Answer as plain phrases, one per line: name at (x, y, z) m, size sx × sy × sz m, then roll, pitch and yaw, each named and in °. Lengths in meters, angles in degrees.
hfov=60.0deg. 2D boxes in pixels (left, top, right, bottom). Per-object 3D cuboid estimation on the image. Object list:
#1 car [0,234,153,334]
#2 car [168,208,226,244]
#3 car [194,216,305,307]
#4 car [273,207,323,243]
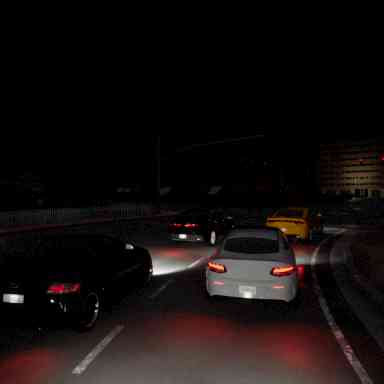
car at (-2.271, 1.564, 6.949) m, size 1.994 × 1.385 × 4.181 m, roll 0°, pitch 0°, yaw 11°
car at (0.603, 1.505, 15.386) m, size 1.837 × 1.490 × 4.892 m, roll 0°, pitch 0°, yaw 23°
car at (1.521, 1.526, 7.979) m, size 1.812 × 1.442 × 4.674 m, roll 0°, pitch 0°, yaw 14°
car at (5.202, 1.478, 16.490) m, size 1.882 × 1.535 × 5.008 m, roll 0°, pitch 0°, yaw 30°
